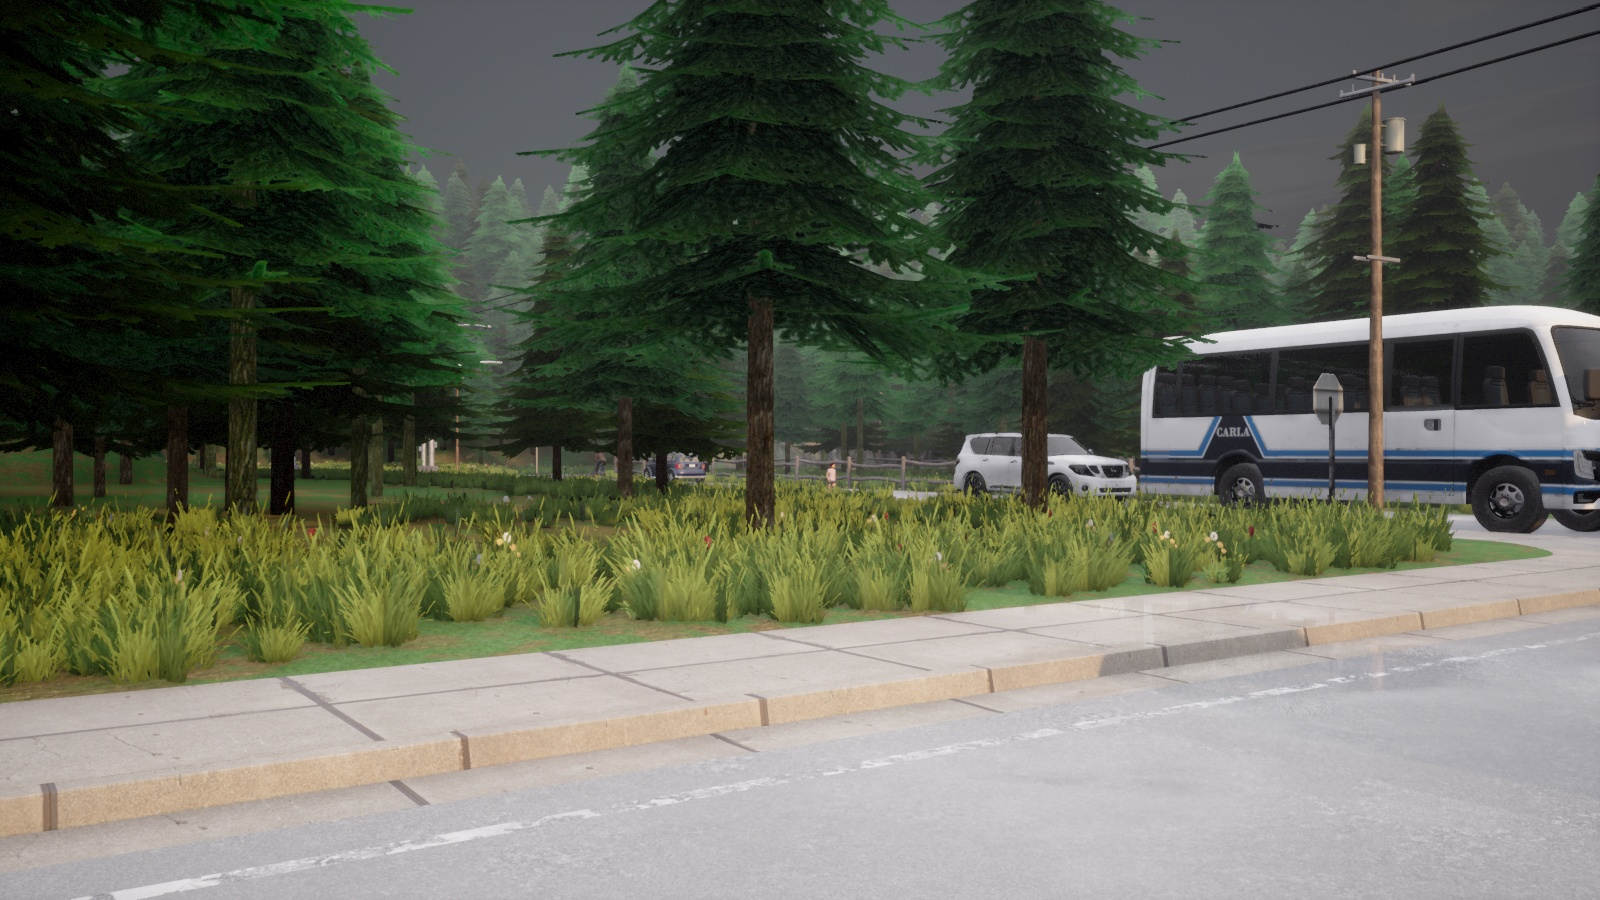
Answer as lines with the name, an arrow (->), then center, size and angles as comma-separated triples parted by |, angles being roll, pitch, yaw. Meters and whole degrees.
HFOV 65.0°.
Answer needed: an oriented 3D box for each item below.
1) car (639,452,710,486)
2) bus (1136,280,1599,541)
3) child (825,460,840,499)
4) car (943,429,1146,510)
car -> -5.964, 0.855, 59.444 | 1.789, 1.549, 3.705 | 0, 0, -34
bus -> 12.126, -0.630, 25.570 | 3.944, 4.253, 10.273 | 0, 0, -32
child -> 0.930, 0.836, 36.145 | 0.255, 1.110, 0.394 | 0, 0, -35
car -> 6.549, 0.500, 34.367 | 2.150, 2.045, 5.566 | 0, 0, -33
